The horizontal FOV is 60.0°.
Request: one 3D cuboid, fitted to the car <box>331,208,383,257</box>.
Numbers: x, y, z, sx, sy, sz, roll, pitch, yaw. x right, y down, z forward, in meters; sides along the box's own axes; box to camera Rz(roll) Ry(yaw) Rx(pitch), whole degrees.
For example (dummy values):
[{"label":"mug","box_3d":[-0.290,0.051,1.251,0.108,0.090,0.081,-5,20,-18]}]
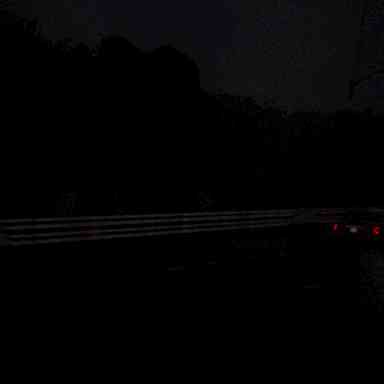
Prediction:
[{"label":"car","box_3d":[7.798,1.480,13.731,4.553,1.767,2.097,1,-1,-36]}]
